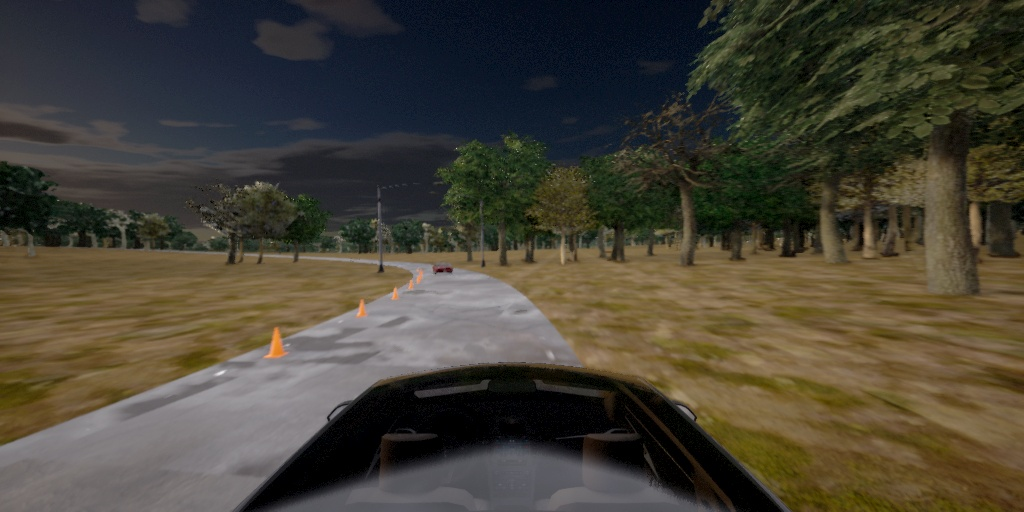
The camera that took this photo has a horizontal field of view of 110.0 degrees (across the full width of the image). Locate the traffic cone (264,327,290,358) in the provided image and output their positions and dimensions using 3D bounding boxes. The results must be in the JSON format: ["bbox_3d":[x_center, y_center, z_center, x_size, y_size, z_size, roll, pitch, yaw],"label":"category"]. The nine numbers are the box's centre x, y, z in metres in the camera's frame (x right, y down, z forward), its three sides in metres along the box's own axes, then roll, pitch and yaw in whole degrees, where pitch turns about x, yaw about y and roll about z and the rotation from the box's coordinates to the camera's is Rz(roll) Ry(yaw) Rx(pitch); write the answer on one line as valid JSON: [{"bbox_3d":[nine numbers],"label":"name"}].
[{"bbox_3d":[-4.960,1.803,7.578,0.340,0.580,0.340,0,0,-2],"label":"traffic cone"}]

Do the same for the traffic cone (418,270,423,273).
[{"bbox_3d":[-8.001,1.758,31.845,0.340,0.580,0.340,0,0,-13],"label":"traffic cone"}]

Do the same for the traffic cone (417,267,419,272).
[{"bbox_3d":[-10.488,1.738,41.317,0.340,0.580,0.340,0,0,-17],"label":"traffic cone"}]

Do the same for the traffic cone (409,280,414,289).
[{"bbox_3d":[-6.235,1.763,22.211,0.340,0.580,0.340,0,0,-8],"label":"traffic cone"}]

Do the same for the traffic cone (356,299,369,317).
[{"bbox_3d":[-5.201,1.788,12.471,0.340,0.580,0.340,0,0,-4],"label":"traffic cone"}]

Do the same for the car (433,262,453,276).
[{"bbox_3d":[-7.410,1.333,38.466,1.895,1.301,4.718,-2,1,-15],"label":"car"}]

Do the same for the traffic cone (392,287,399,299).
[{"bbox_3d":[-5.627,1.773,17.350,0.340,0.580,0.340,0,0,-6],"label":"traffic cone"}]

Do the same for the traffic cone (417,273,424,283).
[{"bbox_3d":[-7.027,1.758,27.044,0.340,0.580,0.340,0,0,-10],"label":"traffic cone"}]
